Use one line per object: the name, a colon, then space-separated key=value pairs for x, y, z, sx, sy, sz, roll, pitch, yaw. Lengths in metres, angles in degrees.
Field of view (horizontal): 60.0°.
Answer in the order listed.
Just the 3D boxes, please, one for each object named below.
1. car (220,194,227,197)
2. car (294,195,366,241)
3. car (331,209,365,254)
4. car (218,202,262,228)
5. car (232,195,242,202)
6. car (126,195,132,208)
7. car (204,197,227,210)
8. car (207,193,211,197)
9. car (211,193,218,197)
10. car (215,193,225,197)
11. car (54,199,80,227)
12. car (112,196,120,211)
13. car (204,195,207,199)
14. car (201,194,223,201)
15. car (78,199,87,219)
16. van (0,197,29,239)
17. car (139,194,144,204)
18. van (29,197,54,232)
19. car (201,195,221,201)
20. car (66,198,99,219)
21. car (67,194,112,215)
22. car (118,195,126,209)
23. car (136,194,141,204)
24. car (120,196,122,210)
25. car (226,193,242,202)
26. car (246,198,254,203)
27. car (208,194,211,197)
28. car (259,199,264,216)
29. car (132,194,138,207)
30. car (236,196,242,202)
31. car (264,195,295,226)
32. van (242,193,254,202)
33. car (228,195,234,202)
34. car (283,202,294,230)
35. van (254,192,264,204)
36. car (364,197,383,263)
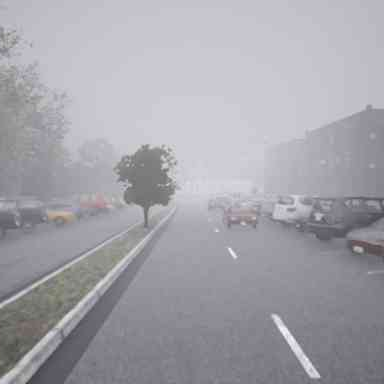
car: x=7.370 y=1.462 z=50.906 sx=5.008 sy=1.535 sz=2.097 roll=1 pitch=0 yaw=-22
car: x=7.759 y=1.228 z=14.764 sx=5.566 sy=2.045 sz=2.435 roll=1 pitch=0 yaw=-20
car: x=7.711 y=1.509 z=11.731 sx=4.792 sy=1.488 sz=2.163 roll=1 pitch=0 yaw=-20
car: x=3.056 y=1.595 z=22.024 sx=1.895 sy=1.301 sz=4.718 roll=0 pitch=0 yaw=0
car: x=7.643 y=1.470 z=38.824 sx=5.008 sy=1.535 sz=2.097 roll=1 pitch=0 yaw=-21
car: x=-10.636 y=1.496 z=42.350 sx=5.008 sy=1.535 sz=2.097 roll=-1 pitch=0 yaw=-21
car: x=2.913 y=1.588 z=41.721 sx=1.895 sy=1.301 sz=4.718 roll=0 pitch=0 yaw=-1
car: x=6.243 y=1.489 z=72.023 sx=4.674 sy=1.452 sz=2.002 roll=1 pitch=0 yaw=-25
car: x=6.980 y=1.205 z=59.944 sx=5.566 sy=2.045 sz=2.435 roll=1 pitch=0 yaw=-23
car: x=7.150 y=1.459 z=56.940 sx=5.008 sy=1.535 sz=2.097 roll=1 pitch=0 yaw=-23
car: x=-10.302 y=1.493 z=21.615 sx=5.366 sy=1.575 sz=1.946 roll=-1 pitch=0 yaw=-20
car: x=-10.354 y=1.491 z=33.517 sx=5.366 sy=1.575 sz=1.946 roll=-1 pitch=0 yaw=-20
car: x=6.022 y=1.449 z=75.033 sx=4.892 sy=1.521 sz=2.231 roll=1 pitch=0 yaw=-25
car: x=5.041 y=1.438 z=83.977 sx=5.366 sy=1.575 sz=1.946 roll=1 pitch=0 yaw=-26
car: x=-10.512 y=1.528 z=24.512 sx=4.792 sy=1.488 sz=2.163 roll=-1 pitch=0 yaw=-20
van: x=-10.353 y=1.272 z=15.638 sx=4.442 sy=1.987 sz=1.878 roll=-1 pitch=0 yaw=-20
car: x=-11.008 y=1.496 z=54.195 sx=5.008 sy=1.535 sz=2.097 roll=-1 pitch=0 yaw=-22
van: x=-10.363 y=1.271 z=18.617 sx=4.442 sy=1.987 sz=1.878 roll=-1 pitch=0 yaw=-20
car: x=5.089 y=1.477 z=87.037 sx=4.792 sy=1.488 sz=2.163 roll=1 pitch=0 yaw=-26
car: x=-10.469 y=1.526 z=27.515 sx=4.792 sy=1.488 sz=2.163 roll=-1 pitch=0 yaw=-20
car: x=-10.535 y=1.246 z=30.463 sx=5.566 sy=2.045 sz=2.435 roll=-1 pitch=0 yaw=-20
car: x=-10.565 y=1.370 z=39.395 sx=4.553 sy=1.767 sz=2.185 roll=-1 pitch=0 yaw=-21
car: x=-10.868 y=1.525 z=51.253 sx=4.792 sy=1.488 sz=2.163 roll=-1 pitch=0 yaw=-22
car: x=-10.548 y=1.497 z=36.417 sx=4.892 sy=1.521 sz=2.231 roll=-1 pitch=0 yaw=-20
car: x=7.512 y=1.340 z=44.861 sx=4.553 sy=1.767 sz=2.185 roll=1 pitch=0 yaw=-22
car: x=7.723 y=1.504 z=29.797 sx=4.792 sy=1.488 sz=2.163 roll=1 pitch=0 yaw=-20
car: x=6.465 y=1.491 z=69.006 sx=4.674 sy=1.452 sz=2.002 roll=1 pitch=0 yaw=-24
car: x=7.716 y=1.476 z=23.764 sx=5.008 sy=1.535 sz=2.097 roll=1 pitch=0 yaw=-20
car: x=-10.825 y=1.526 z=48.259 sx=4.792 sy=1.488 sz=2.163 roll=-1 pitch=0 yaw=-22
car: x=7.834 y=1.471 z=35.881 sx=5.366 sy=1.575 sz=1.946 roll=1 pitch=0 yaw=-21
car: x=7.747 y=1.226 z=20.773 sx=5.566 sy=2.045 sz=2.435 roll=1 pitch=0 yaw=-20
van: x=7.577 y=1.246 z=32.753 sx=4.442 sy=1.987 sz=1.878 roll=1 pitch=0 yaw=-20
car: x=7.579 y=1.469 z=41.842 sx=4.892 sy=1.521 sz=2.231 roll=1 pitch=0 yaw=-21
car: x=7.729 y=1.478 z=17.754 sx=5.008 sy=1.535 sz=2.097 roll=1 pitch=0 yaw=-20
van: x=7.601 y=1.248 z=26.728 sx=4.442 sy=1.987 sz=1.878 roll=1 pitch=0 yaw=-20
car: x=7.723 y=1.229 z=8.723 sx=5.566 sy=2.045 sz=2.435 roll=1 pitch=0 yaw=-20
